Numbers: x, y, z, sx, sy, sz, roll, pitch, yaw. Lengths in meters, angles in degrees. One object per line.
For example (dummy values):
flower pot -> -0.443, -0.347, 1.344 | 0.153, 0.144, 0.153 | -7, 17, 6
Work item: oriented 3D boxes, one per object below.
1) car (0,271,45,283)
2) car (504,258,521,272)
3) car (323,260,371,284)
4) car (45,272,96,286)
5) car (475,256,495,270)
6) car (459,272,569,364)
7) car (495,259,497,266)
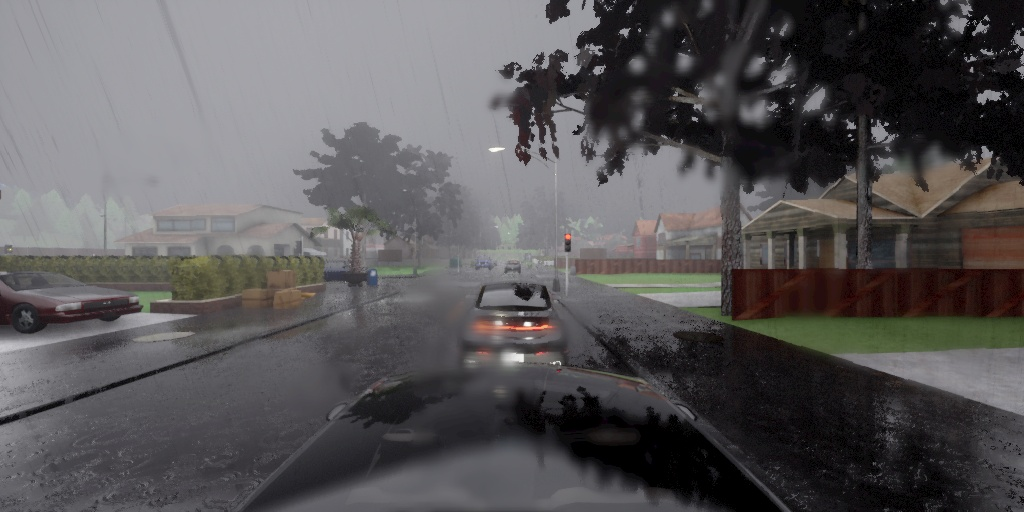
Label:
car -> -43.850, 1.242, 30.851 | 4.902, 1.511, 2.128 | 0, 0, 0
car -> 0.099, 1.241, 44.172 | 2.128, 1.511, 4.902 | 0, 0, 1
car -> -12.508, 1.102, 26.752 | 4.553, 1.767, 2.097 | 0, 0, -1
car -> -31.045, 1.102, 26.736 | 4.553, 1.767, 2.097 | 0, 0, 0
car -> -4.059, 0.971, 52.258 | 2.150, 2.045, 5.566 | 0, 0, 0
car -> 0.047, 1.255, 7.654 | 1.837, 1.490, 4.892 | 0, 0, 1
car -> -4.024, 1.241, 62.308 | 2.128, 1.511, 4.902 | 0, 0, 0
